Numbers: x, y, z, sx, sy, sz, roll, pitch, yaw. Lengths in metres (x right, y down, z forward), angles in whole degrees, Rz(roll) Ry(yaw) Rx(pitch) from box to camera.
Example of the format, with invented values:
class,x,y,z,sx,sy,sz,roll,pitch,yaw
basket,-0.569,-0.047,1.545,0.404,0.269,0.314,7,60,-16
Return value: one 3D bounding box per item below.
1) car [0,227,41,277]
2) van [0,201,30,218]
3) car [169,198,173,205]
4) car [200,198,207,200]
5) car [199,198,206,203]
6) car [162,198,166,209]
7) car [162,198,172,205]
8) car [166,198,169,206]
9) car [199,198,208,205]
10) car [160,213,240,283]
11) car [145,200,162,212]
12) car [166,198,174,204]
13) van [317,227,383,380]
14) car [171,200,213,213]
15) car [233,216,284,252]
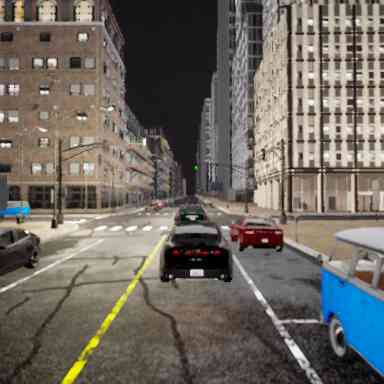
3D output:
class,x,y,z,sx,sy,sz,roll,pitch,yaw
car,-5.674,1.660,9.003,1.947,1.339,4.313,1,-1,0
van,-19.705,1.892,35.899,3.998,1.788,1.690,0,-1,1
car,-5.620,2.228,69.621,2.008,1.369,4.403,1,-1,0
car,2.750,2.125,58.311,2.008,1.369,4.403,1,-1,0
car,2.779,2.463,92.218,1.802,1.307,4.206,1,0,0
car,-5.633,1.963,52.670,1.967,1.590,4.097,1,-1,0
car,-5.613,2.169,75.274,1.967,1.590,4.097,1,-1,0
car,-5.630,2.156,58.319,1.802,1.307,4.206,1,-1,0
car,2.772,2.220,80.918,1.967,1.590,4.097,1,-1,0
car,0.109,1.609,9.994,1.837,1.490,4.892,0,0,0
car,-5.641,2.053,47.016,1.802,1.307,4.206,1,-1,0
car,-5.605,2.355,86.407,1.752,1.417,4.829,1,-1,0
van,2.705,1.378,3.416,1.690,1.788,3.998,1,-1,0
car,-0.093,1.566,20.994,2.097,1.767,4.553,0,-1,-3
car,2.712,1.694,14.566,1.887,1.381,4.507,1,-1,0
